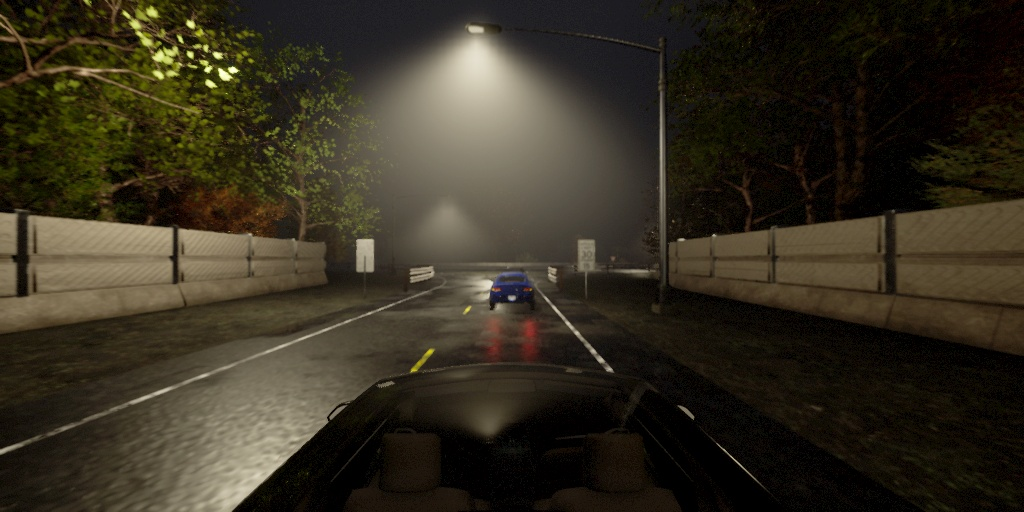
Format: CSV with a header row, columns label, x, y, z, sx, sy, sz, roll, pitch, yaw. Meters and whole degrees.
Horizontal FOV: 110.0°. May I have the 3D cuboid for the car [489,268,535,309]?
label,x,y,z,sx,sy,sz,roll,pitch,yaw
car,0.016,1.421,15.746,1.812,1.442,4.674,0,0,0
